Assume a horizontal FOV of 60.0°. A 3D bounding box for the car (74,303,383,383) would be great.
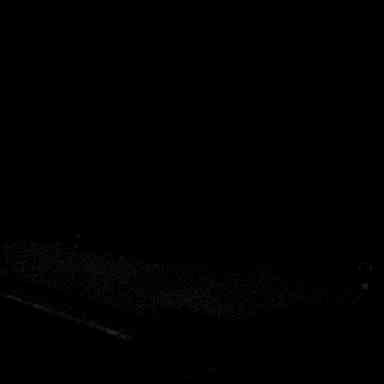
[{"bbox_3d":[0.966,1.570,2.388,4.313,1.339,1.947,-1,0,36],"label":"car"}]
